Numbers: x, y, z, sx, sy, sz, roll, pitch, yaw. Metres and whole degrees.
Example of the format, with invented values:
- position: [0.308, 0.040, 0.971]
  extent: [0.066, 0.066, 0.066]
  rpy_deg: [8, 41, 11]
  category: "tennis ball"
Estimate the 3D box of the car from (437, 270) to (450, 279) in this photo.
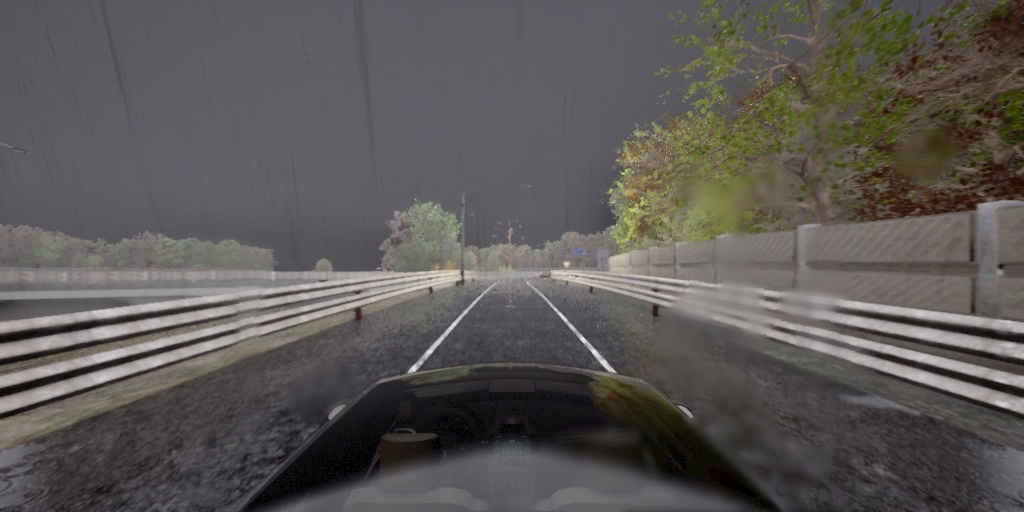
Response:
- position: [-8.624, 2.630, 48.585]
  extent: [1.882, 1.535, 5.008]
  rpy_deg: [-2, -3, 43]
  category: "car"
